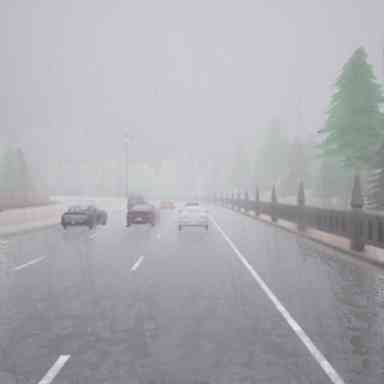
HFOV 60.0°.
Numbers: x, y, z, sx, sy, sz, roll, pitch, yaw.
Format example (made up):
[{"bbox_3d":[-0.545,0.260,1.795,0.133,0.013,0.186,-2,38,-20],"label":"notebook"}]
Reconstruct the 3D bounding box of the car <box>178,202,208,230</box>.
[{"bbox_3d":[0.097,1.635,21.738,1.812,1.442,4.674,0,0,0],"label":"car"}]

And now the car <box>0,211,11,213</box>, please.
[{"bbox_3d":[-14.077,1.659,22.120,2.033,1.411,5.357,0,0,0],"label":"car"}]

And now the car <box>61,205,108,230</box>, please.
[{"bbox_3d":[-6.898,1.600,21.780,2.128,1.511,4.902,0,0,0],"label":"car"}]

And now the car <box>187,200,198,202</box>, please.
[{"bbox_3d":[0.089,1.749,44.750,1.812,1.442,4.674,0,0,0],"label":"car"}]

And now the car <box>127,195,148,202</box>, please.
[{"bbox_3d":[-6.916,1.434,42.787,2.150,2.045,5.566,0,0,0],"label":"car"}]

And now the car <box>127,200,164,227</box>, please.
[{"bbox_3d":[-3.399,1.597,23.874,1.882,1.535,5.008,0,0,0],"label":"car"}]

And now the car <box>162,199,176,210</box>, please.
[{"bbox_3d":[-3.410,1.714,47.357,1.882,1.535,5.008,0,0,0],"label":"car"}]
